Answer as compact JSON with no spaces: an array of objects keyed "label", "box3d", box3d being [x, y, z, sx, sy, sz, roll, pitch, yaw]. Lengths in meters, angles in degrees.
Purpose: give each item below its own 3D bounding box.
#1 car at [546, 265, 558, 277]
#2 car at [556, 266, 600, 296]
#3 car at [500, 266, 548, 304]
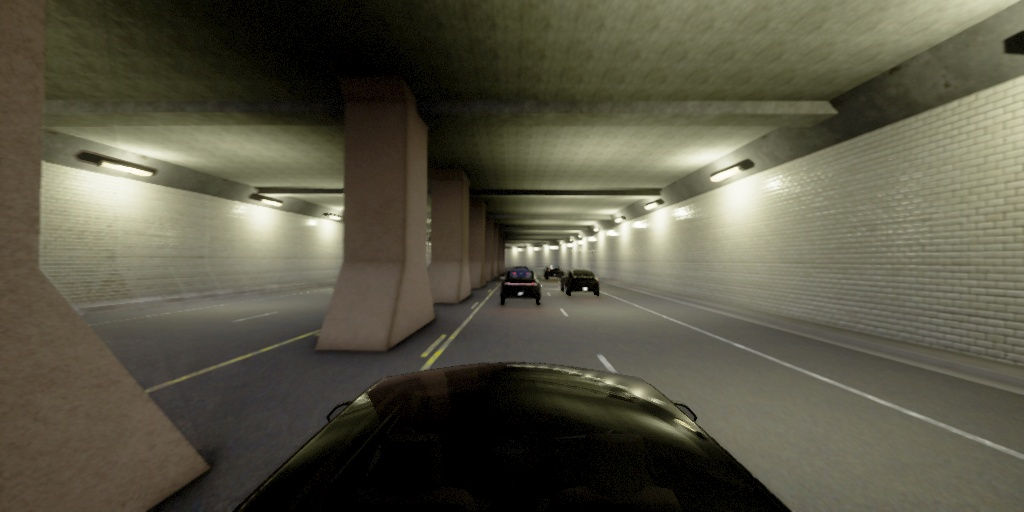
[{"label":"car","box3d":[4.451,1.729,39.058,2.128,1.511,4.902,1,-1,1]},{"label":"car","box3d":[4.030,1.534,21.820,1.837,1.490,4.892,1,0,1]},{"label":"car","box3d":[0.430,1.438,17.794,2.128,1.511,4.902,1,-1,1]}]
